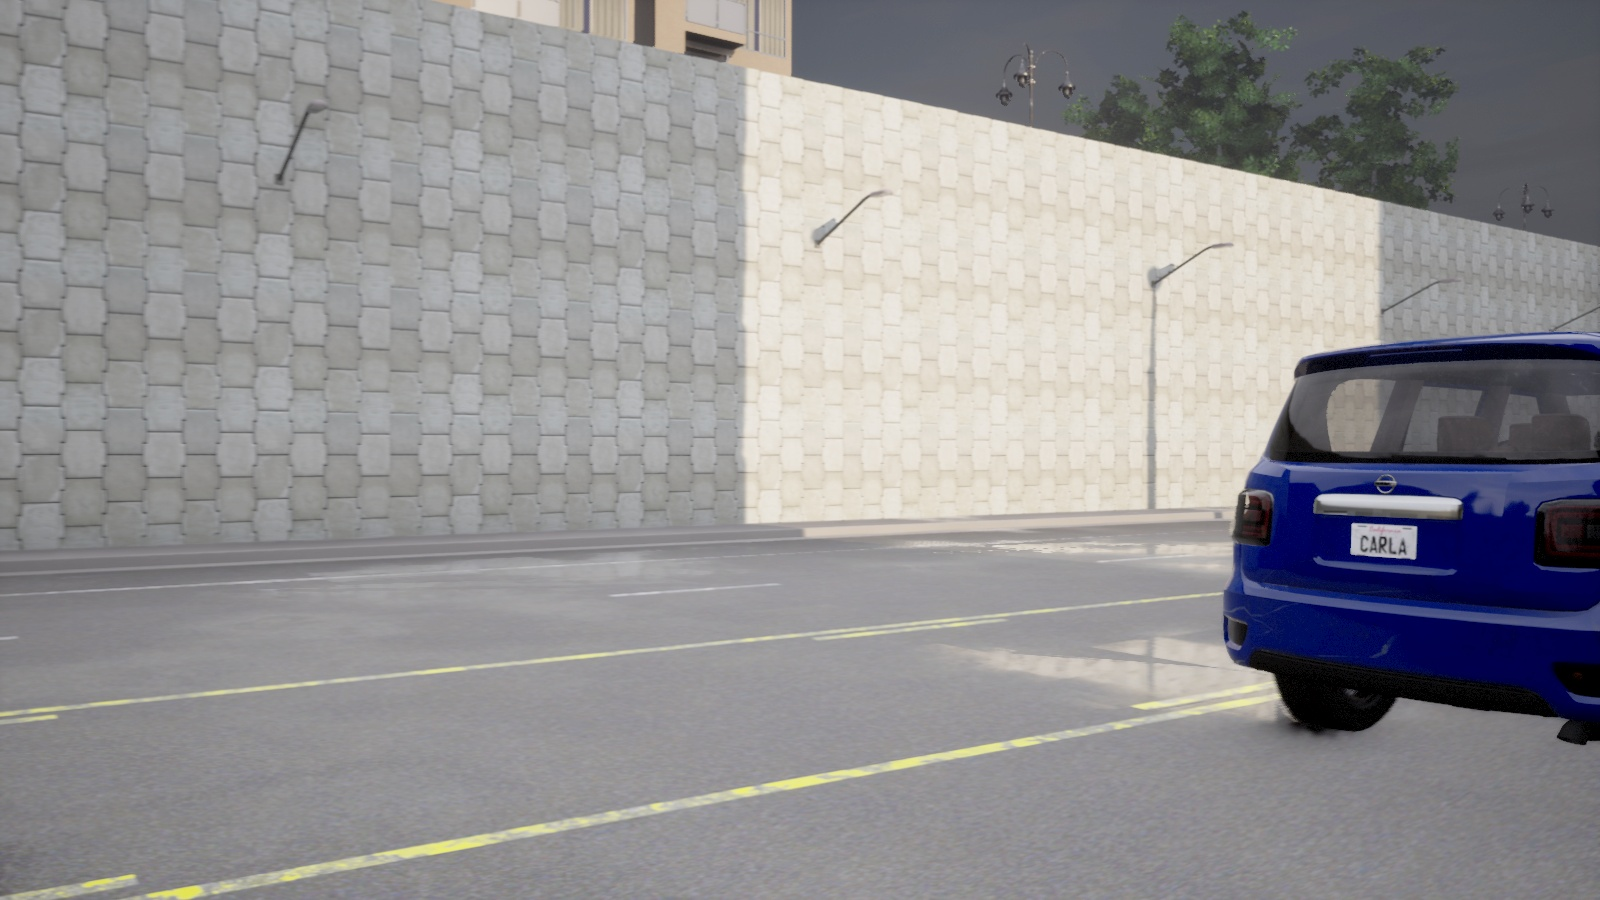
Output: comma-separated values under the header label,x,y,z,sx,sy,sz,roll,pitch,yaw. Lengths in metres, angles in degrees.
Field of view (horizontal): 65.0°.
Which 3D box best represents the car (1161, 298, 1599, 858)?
label,x,y,z,sx,sy,sz,roll,pitch,yaw
car,4.685,0.470,6.917,5.566,2.045,2.150,0,0,-35
